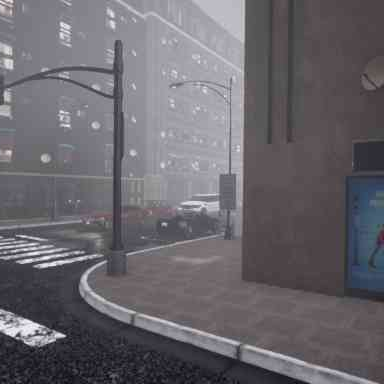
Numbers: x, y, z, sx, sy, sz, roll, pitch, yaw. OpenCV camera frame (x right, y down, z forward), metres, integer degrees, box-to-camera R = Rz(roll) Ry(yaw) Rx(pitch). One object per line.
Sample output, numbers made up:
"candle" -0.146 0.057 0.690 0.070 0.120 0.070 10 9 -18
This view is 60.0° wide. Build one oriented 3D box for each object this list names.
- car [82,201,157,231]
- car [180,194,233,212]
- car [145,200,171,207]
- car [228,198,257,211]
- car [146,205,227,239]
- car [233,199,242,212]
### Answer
"car" -4.586 1.487 20.843 1.812 1.442 4.674 1 1 35
"car" 1.080 1.171 28.932 2.150 2.045 5.566 1 1 35
"car" -3.384 1.362 26.854 1.967 1.590 4.097 1 1 35
"car" 6.228 1.484 40.589 1.802 1.307 4.206 1 1 35
"car" -0.134 1.599 17.759 1.947 1.339 4.313 1 1 35
"car" 3.027 1.224 36.009 2.192 1.841 5.009 1 1 35
